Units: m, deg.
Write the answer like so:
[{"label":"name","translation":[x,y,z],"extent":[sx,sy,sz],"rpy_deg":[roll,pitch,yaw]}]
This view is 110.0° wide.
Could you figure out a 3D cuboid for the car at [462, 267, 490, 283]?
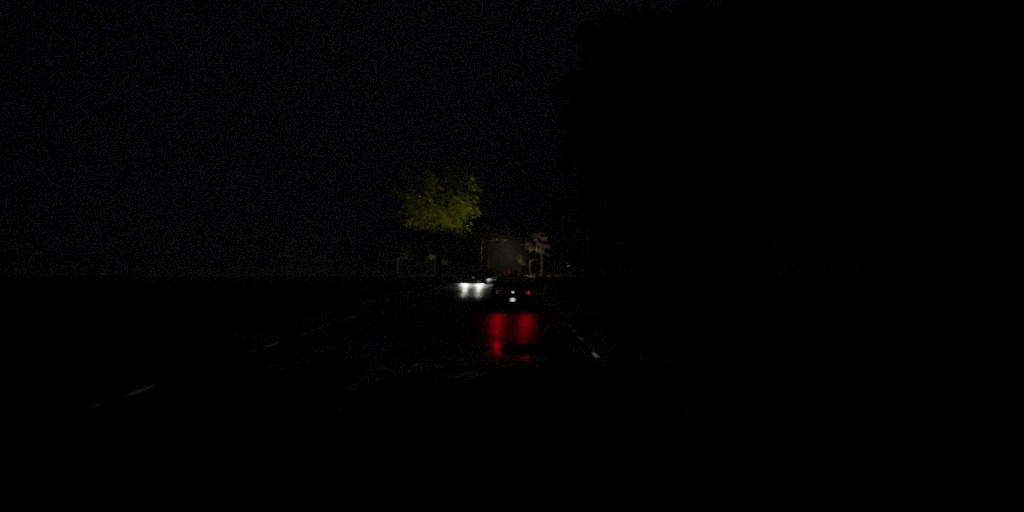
[{"label":"car","translation":[-3.431,1.773,33.778],"extent":[1.994,1.385,4.181],"rpy_deg":[1,-1,0]}]

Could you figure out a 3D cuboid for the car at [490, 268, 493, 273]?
[{"label":"car","translation":[-3.415,2.192,46.587],"extent":[2.033,1.411,5.357],"rpy_deg":[1,-2,0]}]

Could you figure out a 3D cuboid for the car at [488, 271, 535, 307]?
[{"label":"car","translation":[0.040,1.572,17.106],"extent":[1.895,1.301,4.718],"rpy_deg":[1,-1,0]}]
